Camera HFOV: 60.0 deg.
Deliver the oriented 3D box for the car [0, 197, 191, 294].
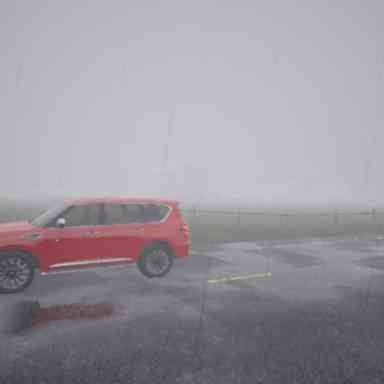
[{"bbox_3d":[-2.718,1.154,8.739,5.566,2.045,2.150,1,0,-28],"label":"car"}]
